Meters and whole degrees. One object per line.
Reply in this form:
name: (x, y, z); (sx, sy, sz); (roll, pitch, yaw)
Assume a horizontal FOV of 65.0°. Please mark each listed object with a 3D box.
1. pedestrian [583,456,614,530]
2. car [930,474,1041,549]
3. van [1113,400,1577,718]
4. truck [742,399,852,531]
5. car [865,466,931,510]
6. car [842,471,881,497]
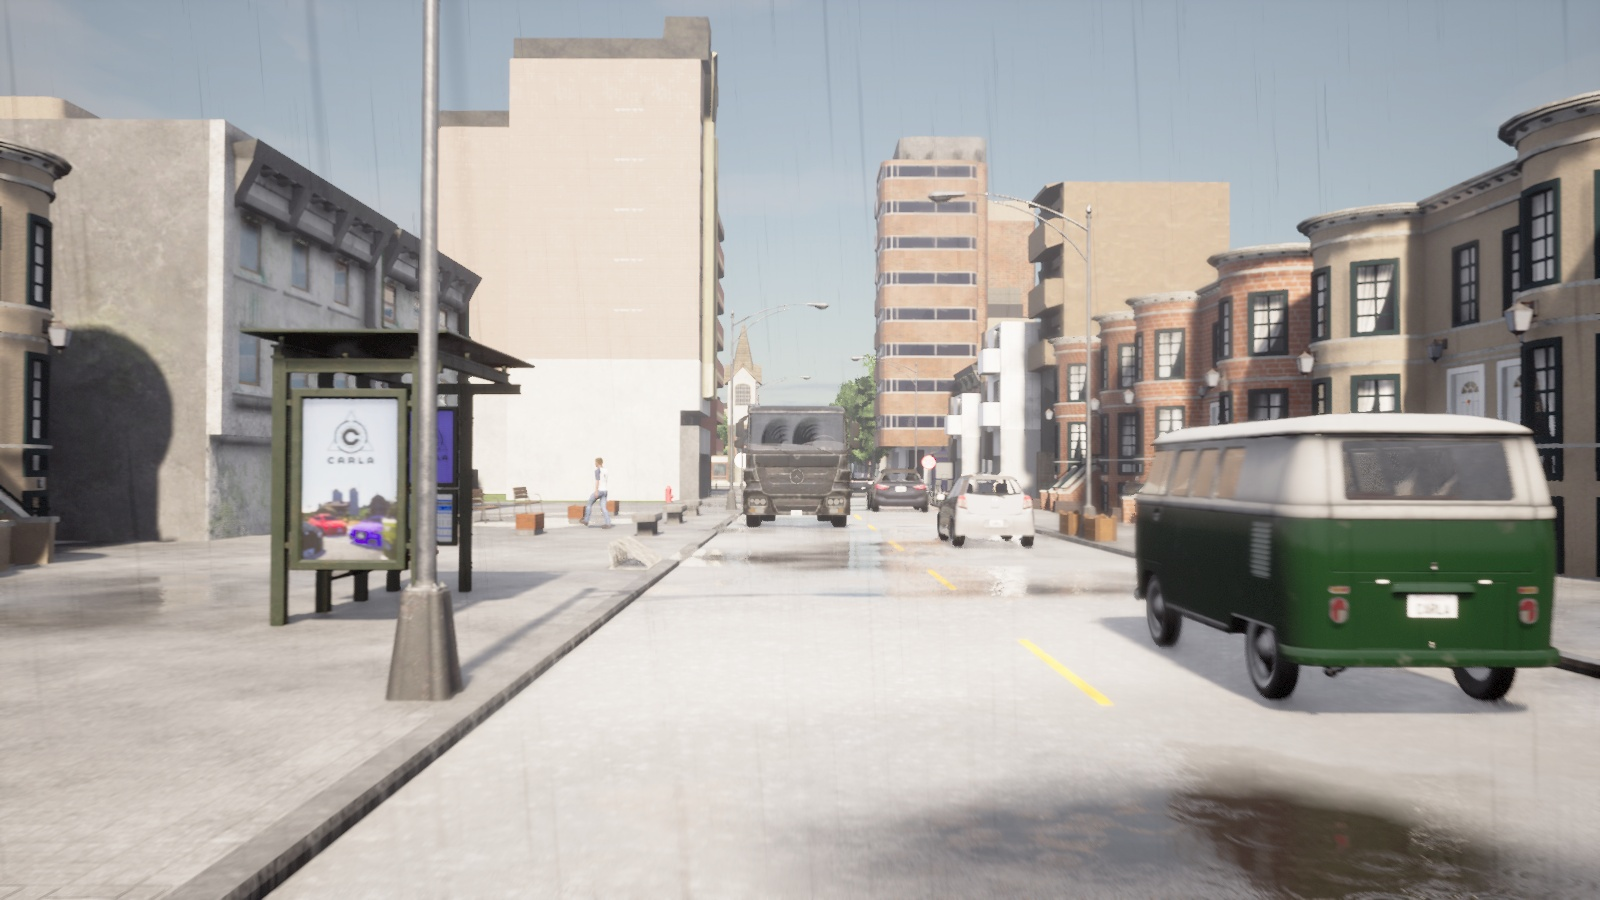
pedestrian: (-5.057, 1.071, 31.470); (0.706, 1.836, 0.354); (-1, -1, 33)
car: (3.937, 1.267, 27.150); (1.845, 1.501, 3.633); (0, -1, 0)
van: (3.976, 0.721, 10.107); (1.775, 1.987, 4.442); (0, -1, 0)
truck: (-0.092, 0.454, 37.081); (2.891, 3.462, 7.936); (0, -1, 0)
car: (3.860, 1.485, 50.238); (2.242, 1.667, 4.611); (0, -1, 0)
car: (3.744, 2.047, 77.151); (2.128, 1.511, 4.902); (0, -1, 0)
